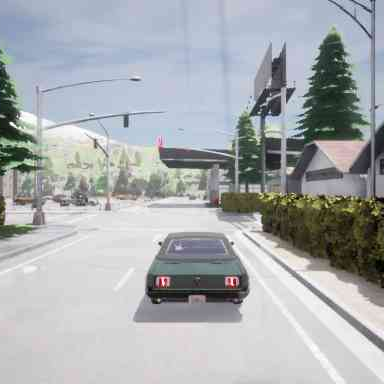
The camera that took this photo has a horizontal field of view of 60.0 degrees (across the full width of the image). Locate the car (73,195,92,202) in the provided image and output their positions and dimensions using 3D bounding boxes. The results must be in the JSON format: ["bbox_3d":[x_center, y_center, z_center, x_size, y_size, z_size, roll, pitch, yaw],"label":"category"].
[{"bbox_3d":[-23.983,1.320,72.966,3.633,1.501,1.845,0,0,0],"label":"car"}]

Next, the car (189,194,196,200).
[{"bbox_3d":[0.077,1.540,93.327,2.033,1.411,5.357,0,0,0],"label":"car"}]

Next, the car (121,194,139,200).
[{"bbox_3d":[-16.438,1.339,87.987,4.514,1.523,2.007,0,0,0],"label":"car"}]

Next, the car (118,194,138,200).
[{"bbox_3d":[-16.370,1.330,84.851,5.027,1.636,2.152,0,0,0],"label":"car"}]

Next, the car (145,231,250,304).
[{"bbox_3d":[0.101,1.601,8.075,1.895,1.301,4.718,0,0,0],"label":"car"}]

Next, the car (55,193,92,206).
[{"bbox_3d":[-16.737,1.077,47.266,3.866,1.878,1.905,0,0,0],"label":"car"}]

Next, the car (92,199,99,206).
[{"bbox_3d":[-16.143,1.361,50.594,3.806,1.475,1.970,0,0,0],"label":"car"}]

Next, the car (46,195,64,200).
[{"bbox_3d":[-35.036,1.384,84.902,3.806,1.475,1.970,0,0,0],"label":"car"}]

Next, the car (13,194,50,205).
[{"bbox_3d":[-24.622,1.097,50.513,4.605,1.855,1.932,0,0,0],"label":"car"}]

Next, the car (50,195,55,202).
[{"bbox_3d":[-23.974,1.298,62.973,4.514,1.523,2.007,0,0,0],"label":"car"}]
